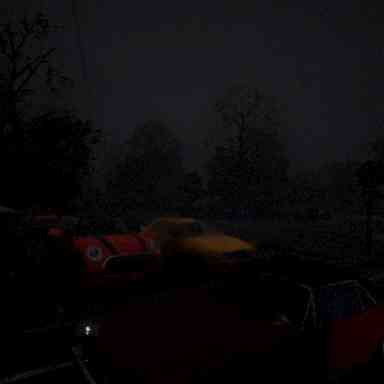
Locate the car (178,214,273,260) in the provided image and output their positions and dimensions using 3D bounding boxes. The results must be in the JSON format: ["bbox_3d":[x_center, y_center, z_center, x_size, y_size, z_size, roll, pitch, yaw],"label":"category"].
[{"bbox_3d":[-0.149,1.541,10.969,1.946,1.575,5.366,1,-1,-36],"label":"car"}]

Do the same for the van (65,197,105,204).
[{"bbox_3d":[-6.830,1.331,21.359,1.878,1.987,4.442,1,-1,-36],"label":"van"}]

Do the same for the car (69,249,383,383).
[{"bbox_3d":[1.030,1.630,4.289,4.718,1.301,1.895,1,0,-35],"label":"car"}]

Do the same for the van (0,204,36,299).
[{"bbox_3d":[-5.155,1.248,7.735,1.878,1.987,4.442,1,0,-36],"label":"van"}]

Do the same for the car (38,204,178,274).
[{"bbox_3d":[-2.641,1.378,9.440,2.185,1.767,4.553,1,-1,-36],"label":"car"}]

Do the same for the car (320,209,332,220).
[{"bbox_3d":[12.533,2.032,35.468,2.185,1.767,4.553,2,-1,-35],"label":"car"}]

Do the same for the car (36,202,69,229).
[{"bbox_3d":[-9.276,1.515,19.970,1.946,1.575,5.366,1,-1,-36],"label":"car"}]

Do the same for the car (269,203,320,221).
[{"bbox_3d":[9.984,2.101,33.577,2.002,1.452,4.674,2,-1,-36],"label":"car"}]

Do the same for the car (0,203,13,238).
[{"bbox_3d":[-11.436,1.485,18.415,1.946,1.575,5.366,1,0,-36],"label":"car"}]
